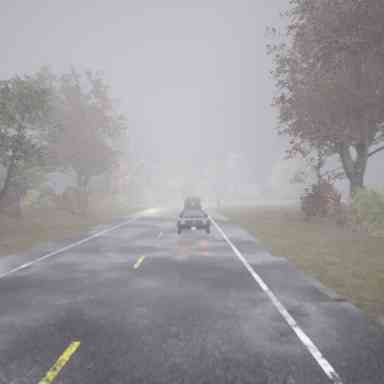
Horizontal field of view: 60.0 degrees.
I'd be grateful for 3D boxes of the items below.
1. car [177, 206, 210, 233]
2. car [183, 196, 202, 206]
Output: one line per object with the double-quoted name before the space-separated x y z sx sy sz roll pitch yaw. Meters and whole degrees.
"car" 0.098 1.744 20.662 1.895 1.301 4.718 0 0 0
"car" 0.086 1.548 42.102 2.150 2.045 5.566 0 0 0
